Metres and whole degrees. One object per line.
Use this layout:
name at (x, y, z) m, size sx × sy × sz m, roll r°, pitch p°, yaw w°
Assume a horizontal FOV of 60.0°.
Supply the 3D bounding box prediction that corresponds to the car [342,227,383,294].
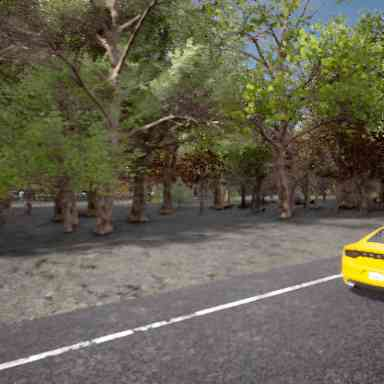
car at (5.565, 1.439, 7.791) m, size 5.008 × 1.535 × 1.882 m, roll -1°, pitch 0°, yaw -35°
